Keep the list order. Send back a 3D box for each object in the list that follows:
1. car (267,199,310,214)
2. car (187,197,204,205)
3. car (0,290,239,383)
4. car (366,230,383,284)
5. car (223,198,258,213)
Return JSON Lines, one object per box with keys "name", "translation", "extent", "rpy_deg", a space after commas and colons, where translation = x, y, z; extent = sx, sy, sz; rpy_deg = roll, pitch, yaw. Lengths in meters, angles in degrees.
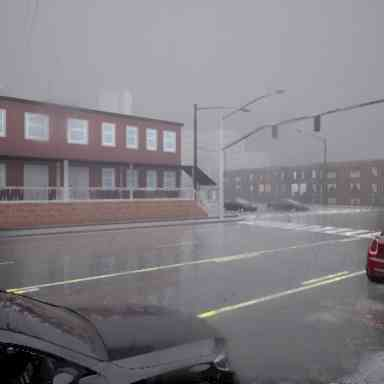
{"name": "car", "translation": [10.317, 1.502, 35.886], "extent": [1.837, 1.490, 4.892], "rpy_deg": [0, 0, -37]}
{"name": "car", "translation": [-0.246, 1.474, 50.481], "extent": [1.882, 1.535, 5.008], "rpy_deg": [0, 0, -36]}
{"name": "car", "translation": [-1.760, 1.526, 2.505], "extent": [4.674, 1.442, 1.812], "rpy_deg": [0, 0, -35]}
{"name": "car", "translation": [6.428, 1.351, 8.392], "extent": [4.553, 1.767, 2.097], "rpy_deg": [0, 0, -35]}
{"name": "car", "translation": [5.179, 1.502, 36.804], "extent": [1.837, 1.490, 4.892], "rpy_deg": [0, 0, -34]}
